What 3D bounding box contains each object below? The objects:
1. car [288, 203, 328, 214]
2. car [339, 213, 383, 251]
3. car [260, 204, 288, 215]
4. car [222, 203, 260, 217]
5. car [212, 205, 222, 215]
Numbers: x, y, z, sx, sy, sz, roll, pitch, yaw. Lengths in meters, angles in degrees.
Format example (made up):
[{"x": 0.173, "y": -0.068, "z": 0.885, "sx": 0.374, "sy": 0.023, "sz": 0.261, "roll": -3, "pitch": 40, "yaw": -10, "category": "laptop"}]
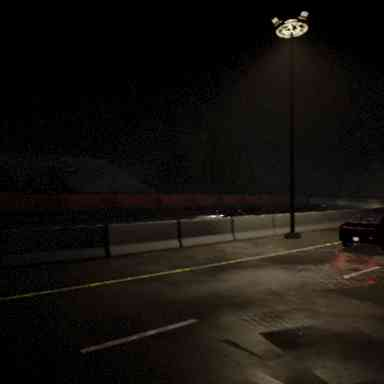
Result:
[{"x": 11.774, "y": 1.913, "z": 32.711, "sx": 1.837, "sy": 1.490, "sz": 4.892, "roll": -1, "pitch": -1, "yaw": 44, "category": "car"}, {"x": 8.368, "y": 1.675, "z": 14.825, "sx": 4.902, "sy": 1.511, "sz": 2.128, "roll": 0, "pitch": -1, "yaw": -41, "category": "car"}, {"x": 9.867, "y": 1.998, "z": 35.738, "sx": 2.033, "sy": 1.411, "sz": 5.357, "roll": -1, "pitch": -1, "yaw": 44, "category": "car"}, {"x": 5.921, "y": 1.947, "z": 36.733, "sx": 1.882, "sy": 1.535, "sz": 5.008, "roll": -1, "pitch": -1, "yaw": 44, "category": "car"}, {"x": 4.279, "y": 2.078, "z": 40.066, "sx": 1.994, "sy": 1.385, "sz": 4.181, "roll": -1, "pitch": -1, "yaw": 44, "category": "car"}]
